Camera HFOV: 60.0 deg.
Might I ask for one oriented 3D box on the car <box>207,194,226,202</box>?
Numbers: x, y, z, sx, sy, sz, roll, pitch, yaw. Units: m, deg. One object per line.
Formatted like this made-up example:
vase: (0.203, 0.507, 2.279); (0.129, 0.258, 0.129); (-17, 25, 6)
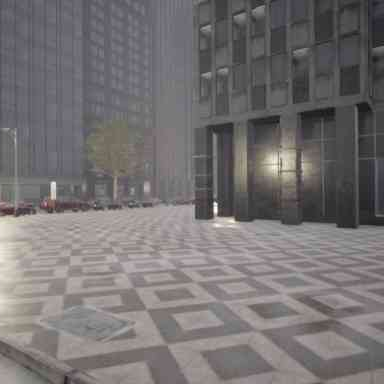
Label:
car: (5.628, 1.295, 76.554); (2.192, 1.841, 5.009); (-1, 0, 35)

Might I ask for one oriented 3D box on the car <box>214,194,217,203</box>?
car: (3.026, 1.221, 57.782); (2.192, 1.841, 5.009); (-1, 0, 35)

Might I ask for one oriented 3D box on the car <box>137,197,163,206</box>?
car: (-7.284, 1.544, 57.849); (1.752, 1.417, 4.829); (-1, 0, 35)

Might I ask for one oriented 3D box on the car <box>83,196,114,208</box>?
car: (-13.597, 1.484, 48.708); (1.967, 1.590, 4.097); (-1, 0, 35)

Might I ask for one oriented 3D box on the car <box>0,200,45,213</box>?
car: (-20.003, 1.642, 39.427); (1.947, 1.339, 4.313); (-1, 0, 35)

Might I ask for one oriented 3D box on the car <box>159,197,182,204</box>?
car: (-3.982, 1.573, 62.631); (1.947, 1.339, 4.313); (-1, 0, 35)

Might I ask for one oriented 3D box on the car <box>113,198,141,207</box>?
car: (-10.391, 1.612, 53.349); (1.802, 1.307, 4.206); (-1, 0, 35)

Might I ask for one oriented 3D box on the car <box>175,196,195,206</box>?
car: (-0.176, 1.461, 53.141); (1.887, 1.381, 4.507); (-1, 0, 35)

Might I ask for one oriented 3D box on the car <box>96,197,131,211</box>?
car: (-9.786, 1.524, 39.221); (1.947, 1.339, 4.313); (-1, 0, 35)

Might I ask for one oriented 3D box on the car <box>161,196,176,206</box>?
car: (-2.442, 1.440, 54.465); (2.128, 1.511, 4.902); (-1, 0, 35)

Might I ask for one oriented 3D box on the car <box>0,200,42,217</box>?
car: (-16.194, 1.576, 29.940); (1.802, 1.307, 4.206); (-1, 0, 35)

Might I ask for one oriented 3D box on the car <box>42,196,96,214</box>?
car: (-12.992, 1.290, 34.582); (2.192, 1.841, 5.009); (-1, 0, 35)

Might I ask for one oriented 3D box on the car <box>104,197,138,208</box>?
car: (-10.294, 1.484, 48.622); (1.882, 1.535, 5.008); (-1, 0, 35)

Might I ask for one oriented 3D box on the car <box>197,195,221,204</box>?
car: (3.238, 1.422, 62.781); (2.128, 1.511, 4.902); (-1, 0, 35)

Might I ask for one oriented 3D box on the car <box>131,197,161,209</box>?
car: (-6.583, 1.508, 43.860); (1.947, 1.339, 4.313); (-1, 0, 35)

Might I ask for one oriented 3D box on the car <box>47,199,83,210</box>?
car: (-16.799, 1.641, 44.067); (1.802, 1.307, 4.206); (-1, 0, 35)
